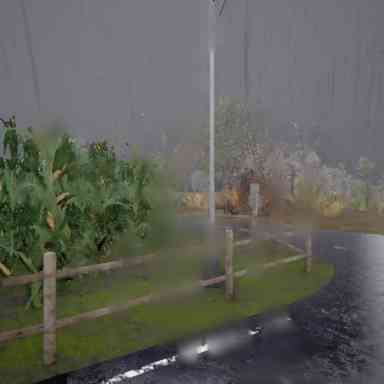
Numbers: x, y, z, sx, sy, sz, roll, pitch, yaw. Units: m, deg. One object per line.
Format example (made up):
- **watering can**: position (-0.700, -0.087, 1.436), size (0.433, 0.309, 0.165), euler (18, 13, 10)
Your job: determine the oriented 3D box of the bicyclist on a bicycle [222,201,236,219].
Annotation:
- **bicyclist on a bicycle**: position (3.331, 1.598, 29.620), size (1.656, 1.620, 0.582), euler (0, 0, -35)
